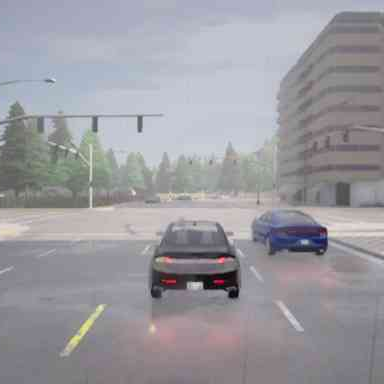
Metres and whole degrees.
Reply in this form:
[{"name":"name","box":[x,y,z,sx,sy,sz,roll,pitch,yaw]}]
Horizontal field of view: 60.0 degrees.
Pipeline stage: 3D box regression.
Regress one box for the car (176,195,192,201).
[{"name":"car","box":[-1.727,1.302,72.222,1.994,1.385,4.181,0,0,27]}]

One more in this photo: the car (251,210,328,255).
[{"name":"car","box":[3.588,1.432,13.033,1.882,1.535,5.008,0,0,0]}]

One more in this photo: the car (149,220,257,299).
[{"name":"car","box":[0.068,1.462,8.388,2.128,1.511,4.902,0,0,0]}]

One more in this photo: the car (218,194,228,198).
[{"name":"car","box":[7.935,1.205,84.433,4.674,1.442,1.812,0,0,-41]}]

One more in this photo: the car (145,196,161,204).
[{"name":"car","box":[-6.538,1.351,56.509,2.033,1.411,5.357,0,0,5]}]
